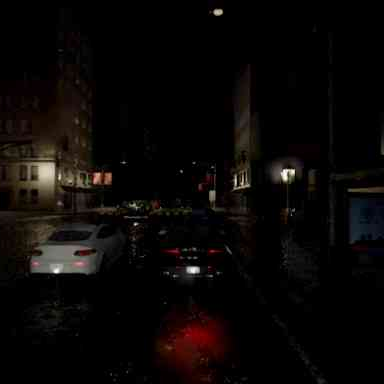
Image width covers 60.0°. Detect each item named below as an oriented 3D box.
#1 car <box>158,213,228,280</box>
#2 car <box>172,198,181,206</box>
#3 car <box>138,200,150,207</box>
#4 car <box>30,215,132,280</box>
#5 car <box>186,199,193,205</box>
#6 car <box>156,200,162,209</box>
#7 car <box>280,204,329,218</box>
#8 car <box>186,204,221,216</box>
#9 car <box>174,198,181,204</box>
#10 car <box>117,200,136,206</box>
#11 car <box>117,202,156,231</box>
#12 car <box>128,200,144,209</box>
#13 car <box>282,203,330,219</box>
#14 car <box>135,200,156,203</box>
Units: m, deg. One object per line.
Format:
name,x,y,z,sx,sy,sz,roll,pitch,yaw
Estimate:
car,0.005,1.642,10.387,1.837,1.490,4.892,0,-1,0
car,-3.863,2.535,80.509,2.128,1.511,4.902,0,-1,0
car,-10.296,2.412,71.385,1.812,1.442,4.674,0,-1,0
car,-3.245,1.650,10.243,1.812,1.442,4.674,0,-1,0
car,-0.619,2.563,81.323,2.128,1.511,4.902,0,-1,0
car,-7.019,2.275,59.637,1.812,1.442,4.674,0,-1,0
car,12.800,2.125,38.006,5.008,1.535,1.882,0,-1,1
car,0.862,1.819,23.629,1.812,1.442,4.674,0,0,16
car,-3.940,2.450,90.930,1.882,1.535,5.008,0,-1,0
car,-10.228,2.136,51.044,1.837,1.490,4.892,0,-1,0
car,-3.707,1.752,22.742,2.128,1.511,4.902,1,0,-6
car,-10.267,2.250,61.172,2.128,1.511,4.902,0,-1,0
car,12.188,1.912,34.752,4.553,1.767,2.097,0,-1,-1
car,-6.980,2.141,50.614,1.837,1.490,4.892,0,-1,0
